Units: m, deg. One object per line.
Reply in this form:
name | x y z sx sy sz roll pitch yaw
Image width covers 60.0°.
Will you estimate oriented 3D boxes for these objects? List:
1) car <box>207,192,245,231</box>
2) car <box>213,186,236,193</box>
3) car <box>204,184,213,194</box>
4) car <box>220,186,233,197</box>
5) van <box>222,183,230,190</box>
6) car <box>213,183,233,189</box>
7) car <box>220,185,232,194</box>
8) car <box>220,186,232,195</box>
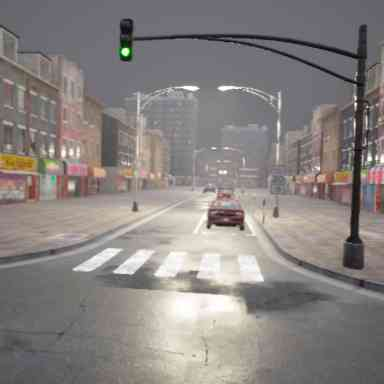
car | 1.671 0.962 16.249 1.887 1.381 4.507 2 2 6
car | 3.335 0.408 32.466 1.887 1.381 4.507 2 2 6
car | 3.147 -0.657 56.467 2.097 1.767 4.553 2 2 6
car | 4.997 -0.097 48.686 1.802 1.307 4.206 2 2 6
van | 8.333 -1.386 81.116 1.690 1.788 3.998 2 2 6
car | 3.898 -0.004 37.864 2.192 1.841 5.009 2 2 6
car | 6.108 -0.482 59.497 2.008 1.369 4.403 2 2 6
car | 5.552 -0.275 54.092 1.802 1.307 4.206 2 2 6
